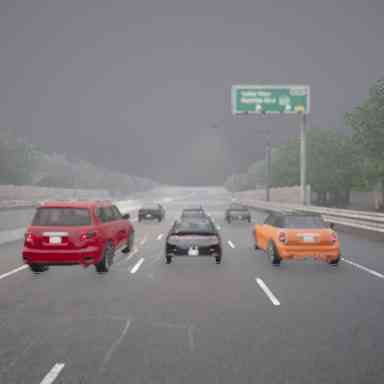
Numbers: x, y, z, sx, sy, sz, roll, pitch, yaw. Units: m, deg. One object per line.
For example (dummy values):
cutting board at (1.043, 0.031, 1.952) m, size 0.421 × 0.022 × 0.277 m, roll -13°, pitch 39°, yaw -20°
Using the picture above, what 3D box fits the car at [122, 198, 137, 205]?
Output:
car at (-13.438, 2.075, 71.776) m, size 2.033 × 1.411 × 5.357 m, roll 0°, pitch 0°, yaw 1°

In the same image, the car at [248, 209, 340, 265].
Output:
car at (3.568, 1.463, 12.222) m, size 2.097 × 1.767 × 4.553 m, roll 0°, pitch -1°, yaw 1°

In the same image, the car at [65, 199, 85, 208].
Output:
car at (-20.643, 1.980, 58.778) m, size 1.812 × 1.442 × 4.674 m, roll 0°, pitch 0°, yaw 1°

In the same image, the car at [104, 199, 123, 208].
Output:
car at (-13.670, 1.942, 58.068) m, size 2.128 × 1.511 × 4.902 m, roll 0°, pitch 0°, yaw 1°

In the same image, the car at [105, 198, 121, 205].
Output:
car at (-16.937, 2.075, 71.831) m, size 2.033 × 1.411 × 5.357 m, roll 0°, pitch 0°, yaw 1°

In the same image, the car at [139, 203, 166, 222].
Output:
car at (-3.346, 1.711, 28.462) m, size 1.882 × 1.535 × 5.008 m, roll 0°, pitch 0°, yaw 1°

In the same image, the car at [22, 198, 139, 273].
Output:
car at (-3.447, 1.325, 11.151) m, size 2.150 × 2.045 × 5.566 m, roll 0°, pitch 0°, yaw 1°

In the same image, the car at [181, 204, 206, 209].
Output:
car at (0.138, 1.717, 27.285) m, size 2.128 × 1.511 × 4.902 m, roll 0°, pitch 0°, yaw 1°

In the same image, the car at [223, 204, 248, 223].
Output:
car at (3.637, 1.717, 27.243) m, size 2.128 × 1.511 × 4.902 m, roll 0°, pitch 0°, yaw 1°

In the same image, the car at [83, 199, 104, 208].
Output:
car at (-17.167, 1.942, 58.108) m, size 2.128 × 1.511 × 4.902 m, roll 0°, pitch 0°, yaw 1°

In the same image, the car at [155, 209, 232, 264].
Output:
car at (0.069, 1.604, 12.302) m, size 2.128 × 1.511 × 4.902 m, roll 0°, pitch 0°, yaw 1°

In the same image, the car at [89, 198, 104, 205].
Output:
car at (-20.443, 2.059, 71.469) m, size 1.812 × 1.442 × 4.674 m, roll 0°, pitch 0°, yaw 1°
